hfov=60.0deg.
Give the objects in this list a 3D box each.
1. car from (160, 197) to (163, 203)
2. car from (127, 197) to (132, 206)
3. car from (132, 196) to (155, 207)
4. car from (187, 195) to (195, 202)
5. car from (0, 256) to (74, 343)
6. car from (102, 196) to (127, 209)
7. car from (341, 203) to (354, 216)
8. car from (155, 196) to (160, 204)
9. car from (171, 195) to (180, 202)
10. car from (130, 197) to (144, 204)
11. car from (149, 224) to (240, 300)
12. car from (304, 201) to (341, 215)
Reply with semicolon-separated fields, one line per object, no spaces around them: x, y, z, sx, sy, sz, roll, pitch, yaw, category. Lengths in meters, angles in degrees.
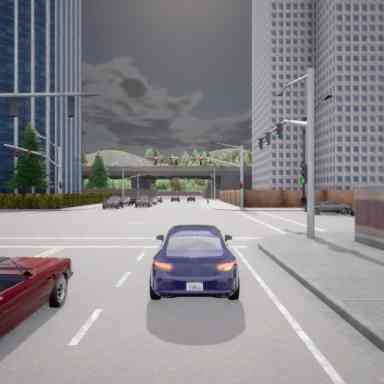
-7.169;1.564;68.866;1.994;1.385;4.181;0;0;0;car
-10.723;1.491;54.307;2.128;1.511;4.902;0;0;0;car
-7.217;1.352;49.837;2.097;1.767;4.553;0;0;0;car
-0.184;1.477;74.528;1.837;1.490;4.892;0;0;0;car
-3.452;1.601;4.982;1.895;1.301;4.718;0;0;0;car
-10.710;1.352;45.347;2.097;1.767;4.553;0;0;0;car
16.215;1.564;29.966;4.181;1.385;1.994;0;0;0;car
-7.222;1.601;58.819;1.895;1.301;4.718;0;0;0;car
-3.684;1.501;74.519;1.812;1.442;4.674;0;0;0;car
-10.696;1.601;65.033;1.895;1.301;4.718;0;0;0;car
0.058;1.526;8.252;1.812;1.442;4.674;0;0;0;car
13.548;1.564;33.472;4.181;1.385;1.994;0;0;0;car
